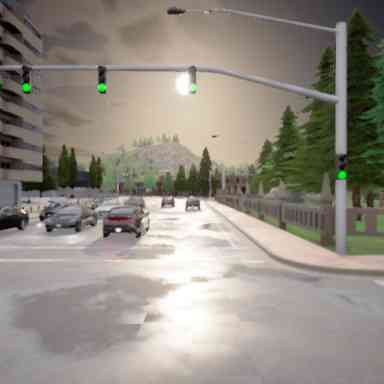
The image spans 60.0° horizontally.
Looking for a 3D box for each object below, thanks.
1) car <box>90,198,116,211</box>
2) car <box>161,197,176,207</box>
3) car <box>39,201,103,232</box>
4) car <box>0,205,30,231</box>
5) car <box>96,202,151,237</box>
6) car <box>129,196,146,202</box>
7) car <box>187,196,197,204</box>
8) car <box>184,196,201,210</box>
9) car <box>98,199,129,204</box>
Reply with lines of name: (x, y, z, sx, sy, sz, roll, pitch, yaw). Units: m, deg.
car: (-10.580, 1.502, 39.892, 1.994, 1.385, 4.181, 0, 0, -1)
car: (-3.493, 1.402, 49.193, 2.128, 1.511, 4.902, 0, 0, 0)
car: (-7.086, 1.509, 20.000, 1.812, 1.442, 4.674, 0, 0, 0)
car: (-10.590, 1.483, 17.860, 2.128, 1.511, 4.902, 0, 0, 0)
car: (-3.398, 1.492, 17.766, 1.837, 1.490, 4.892, 0, 0, 0)
car: (-7.062, 1.283, 41.500, 2.097, 1.767, 4.553, 0, 0, 0)
car: (0.008, 1.410, 59.437, 1.812, 1.442, 4.674, 0, 0, 0)
car: (0.106, 1.429, 42.668, 1.837, 1.490, 4.892, 0, 0, 0)
car: (-7.081, 1.488, 29.018, 1.812, 1.442, 4.674, 0, 0, 0)
